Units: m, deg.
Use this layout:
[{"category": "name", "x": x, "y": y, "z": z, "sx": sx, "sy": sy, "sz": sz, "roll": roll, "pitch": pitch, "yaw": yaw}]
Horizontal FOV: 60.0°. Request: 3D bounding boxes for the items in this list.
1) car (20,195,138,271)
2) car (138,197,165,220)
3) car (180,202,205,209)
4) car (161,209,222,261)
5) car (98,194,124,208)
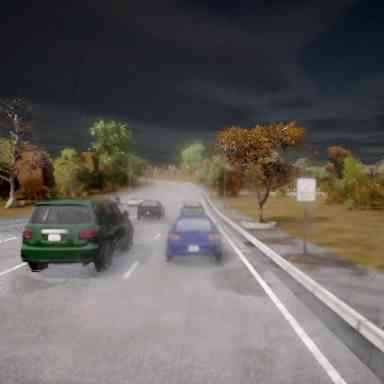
[{"category": "car", "x": -3.439, "y": 1.233, "z": 11.035, "sx": 2.150, "sy": 2.045, "sz": 5.566, "roll": 0, "pitch": 0, "yaw": 0}, {"category": "car", "x": -3.433, "y": 1.504, "z": 28.557, "sx": 1.882, "sy": 1.535, "sz": 5.008, "roll": 0, "pitch": 0, "yaw": 0}, {"category": "car", "x": 0.059, "y": 1.517, "z": 27.158, "sx": 2.128, "sy": 1.511, "sz": 4.902, "roll": 0, "pitch": 0, "yaw": 0}, {"category": "car", "x": 0.067, "y": 1.538, "z": 12.161, "sx": 1.812, "sy": 1.442, "sz": 4.674, "roll": 0, "pitch": -1, "yaw": 0}, {"category": "car", "x": -10.606, "y": 1.175, "z": 43.950, "sx": 2.128, "sy": 1.511, "sz": 4.902, "roll": 0, "pitch": 3, "yaw": 0}]
